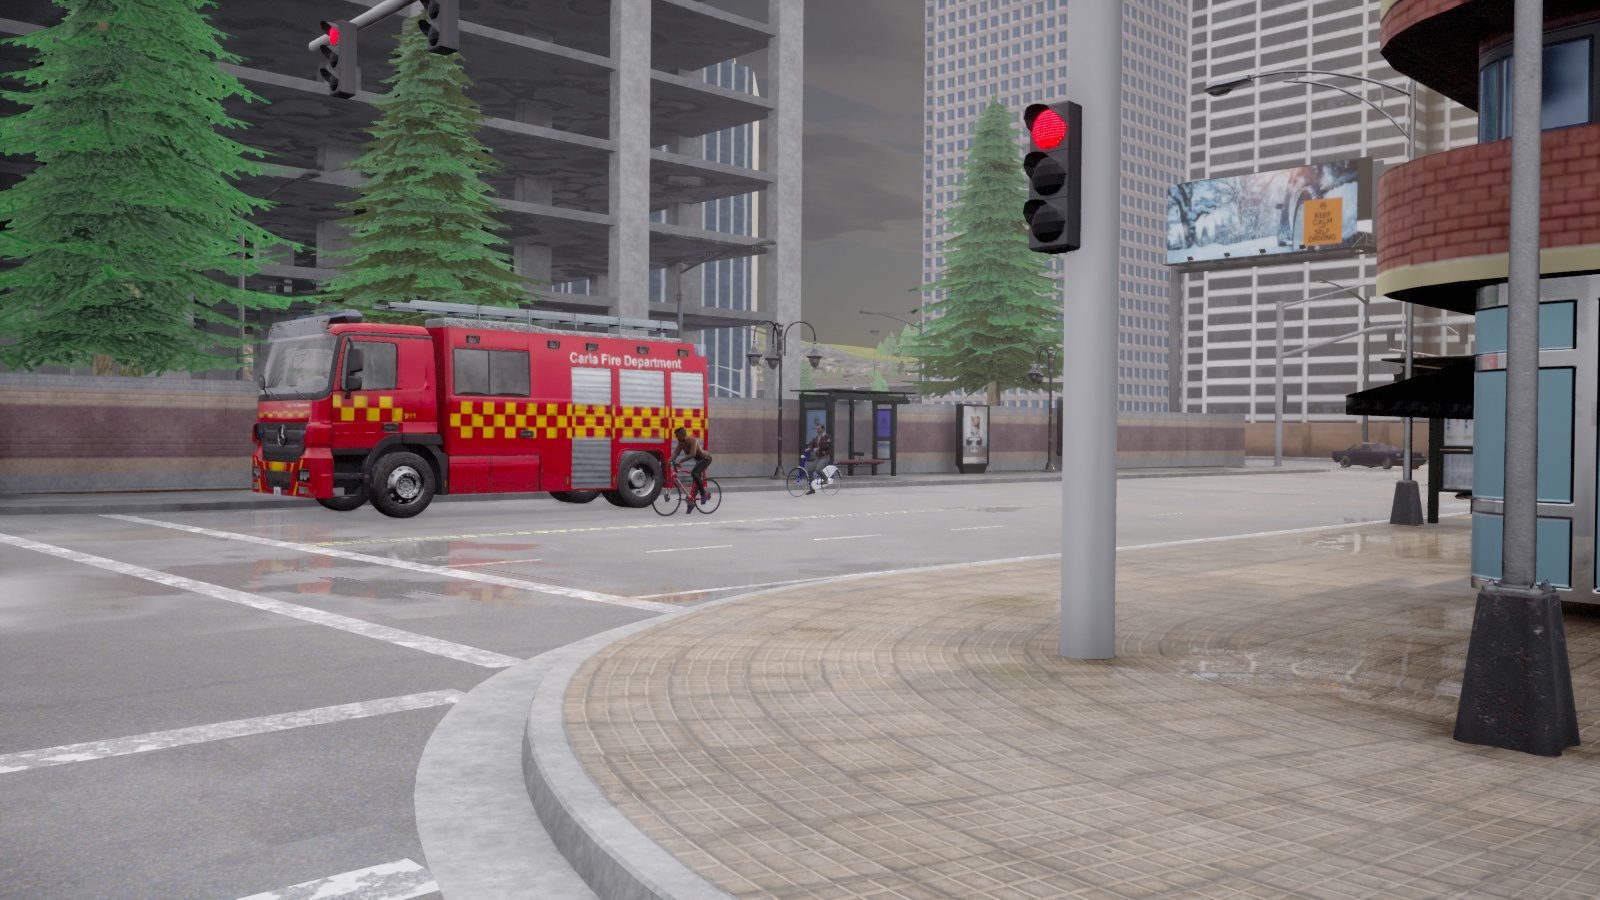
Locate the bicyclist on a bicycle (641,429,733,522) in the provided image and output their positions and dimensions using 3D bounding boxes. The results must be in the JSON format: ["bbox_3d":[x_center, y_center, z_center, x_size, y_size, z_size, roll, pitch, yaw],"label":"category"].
[{"bbox_3d":[-2.060,0.443,23.091,1.656,1.620,0.582,-2,1,-44],"label":"bicyclist on a bicycle"}]

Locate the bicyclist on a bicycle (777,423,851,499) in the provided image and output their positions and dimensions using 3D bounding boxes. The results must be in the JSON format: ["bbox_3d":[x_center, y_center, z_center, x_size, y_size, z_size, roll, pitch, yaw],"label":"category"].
[{"bbox_3d":[0.346,0.242,30.206,1.843,1.776,0.659,-1,1,-44],"label":"bicyclist on a bicycle"}]

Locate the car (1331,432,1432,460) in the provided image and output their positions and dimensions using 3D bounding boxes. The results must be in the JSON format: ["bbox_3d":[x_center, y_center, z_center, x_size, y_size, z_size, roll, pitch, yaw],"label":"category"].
[{"bbox_3d":[28.514,-0.214,61.772,1.895,1.301,4.718,-1,1,-15],"label":"car"}]

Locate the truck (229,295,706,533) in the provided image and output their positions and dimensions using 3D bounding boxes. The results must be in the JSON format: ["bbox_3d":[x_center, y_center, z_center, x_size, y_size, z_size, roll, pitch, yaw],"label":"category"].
[{"bbox_3d":[-6.031,-0.653,24.140,8.468,3.827,2.891,-1,1,-44],"label":"truck"}]
